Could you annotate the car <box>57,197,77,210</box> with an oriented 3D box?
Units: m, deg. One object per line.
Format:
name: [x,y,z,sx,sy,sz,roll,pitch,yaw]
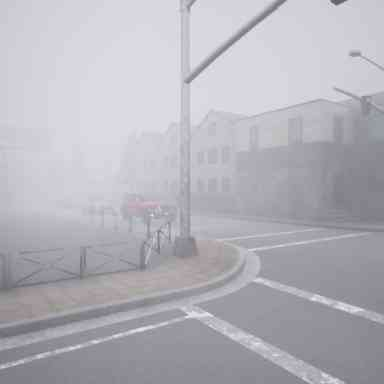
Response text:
car: [-14.972,1.329,40.345,1.837,1.490,4.892,0,0,-35]

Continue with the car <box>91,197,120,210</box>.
car: [-10.554,1.328,40.407,1.837,1.490,4.892,0,0,-35]

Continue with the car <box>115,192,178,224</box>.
car: [-3.216,1.045,23.656,2.150,2.045,5.566,0,0,-35]

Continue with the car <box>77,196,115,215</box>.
car: [-8.962,1.175,31.793,2.097,1.767,4.553,0,0,-35]
